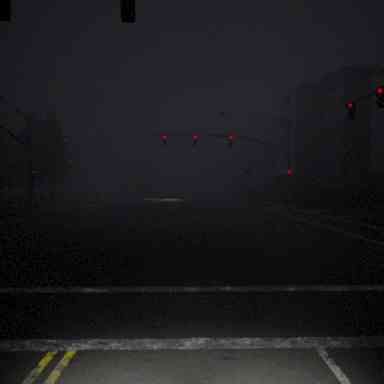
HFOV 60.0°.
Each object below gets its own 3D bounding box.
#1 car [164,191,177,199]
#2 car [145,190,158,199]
[{"bbox_3d":[-3.521,0.467,55.863,1.994,1.385,4.181,0,1,0],"label":"car"},{"bbox_3d":[-7.001,0.409,57.957,2.033,1.411,5.357,0,1,1],"label":"car"}]
